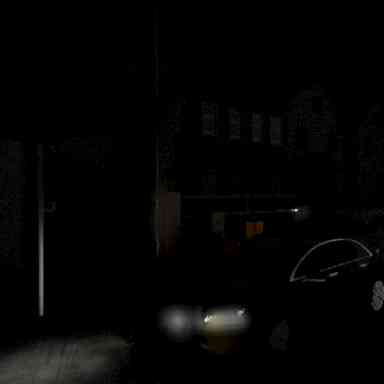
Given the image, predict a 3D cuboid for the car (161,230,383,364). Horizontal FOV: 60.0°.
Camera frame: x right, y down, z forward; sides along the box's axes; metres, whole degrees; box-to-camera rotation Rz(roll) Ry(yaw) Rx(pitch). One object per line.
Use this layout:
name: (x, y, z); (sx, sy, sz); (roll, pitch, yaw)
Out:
car: (1.753, 1.505, 5.964); (4.892, 1.490, 1.837); (0, 0, -37)
